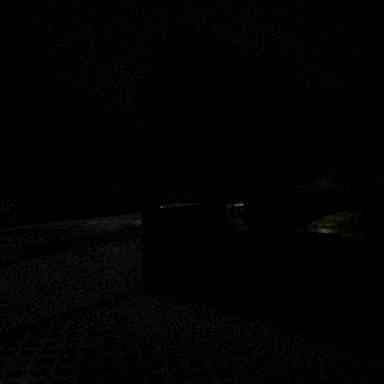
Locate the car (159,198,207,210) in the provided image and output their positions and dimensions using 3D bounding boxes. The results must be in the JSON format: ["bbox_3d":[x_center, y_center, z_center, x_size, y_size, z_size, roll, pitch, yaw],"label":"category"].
[{"bbox_3d":[-0.299,1.097,24.239,1.895,1.301,4.718,0,2,36],"label":"car"}]

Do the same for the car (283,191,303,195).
[{"bbox_3d":[13.225,0.489,42.968,1.895,1.301,4.718,0,2,36],"label":"car"}]
